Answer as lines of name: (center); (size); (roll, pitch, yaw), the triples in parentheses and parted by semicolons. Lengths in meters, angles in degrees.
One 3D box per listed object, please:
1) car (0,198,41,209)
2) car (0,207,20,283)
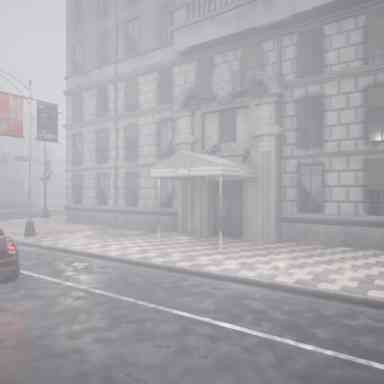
car: (-21.838, 1.552, 42.930); (1.994, 1.385, 4.181); (0, 0, 35)
car: (-6.408, 1.349, 8.449); (4.553, 1.767, 2.097); (0, 0, 35)
